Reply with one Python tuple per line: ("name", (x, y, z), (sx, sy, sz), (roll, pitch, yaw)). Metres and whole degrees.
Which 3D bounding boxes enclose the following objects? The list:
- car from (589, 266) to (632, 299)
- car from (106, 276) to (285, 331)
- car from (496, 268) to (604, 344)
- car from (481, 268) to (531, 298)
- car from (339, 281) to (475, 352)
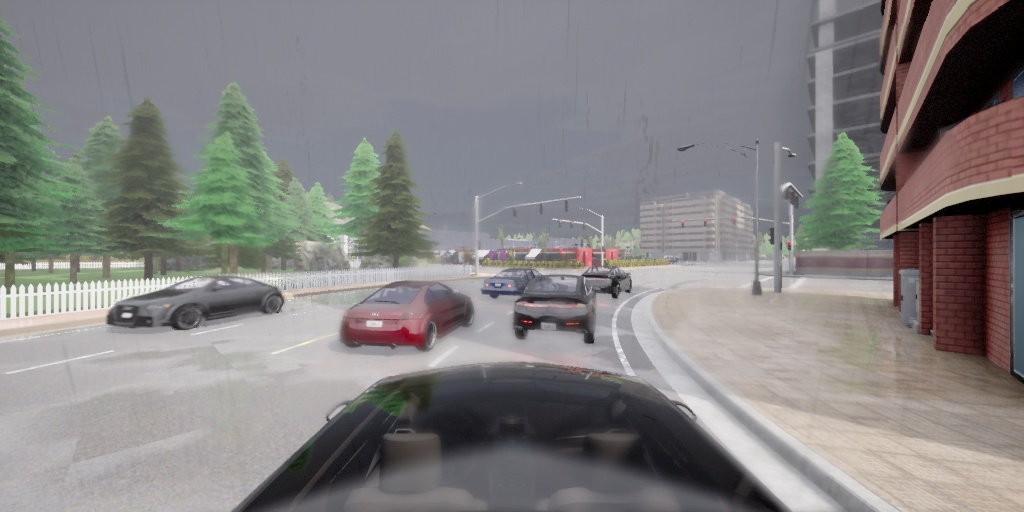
("car", (4.834, 1.236, 18.319), (2.128, 1.511, 4.902), (1, 1, 29))
("car", (-9.296, 1.314, 11.006), (1.994, 1.385, 4.181), (0, 0, 13))
("car", (1.343, 1.242, 9.758), (2.128, 1.511, 4.902), (0, 0, 14))
("car", (0.461, 1.297, 17.805), (2.033, 1.411, 5.357), (0, 0, 25))
("car", (-2.367, 1.314, 9.086), (1.994, 1.385, 4.181), (0, 0, 10))
